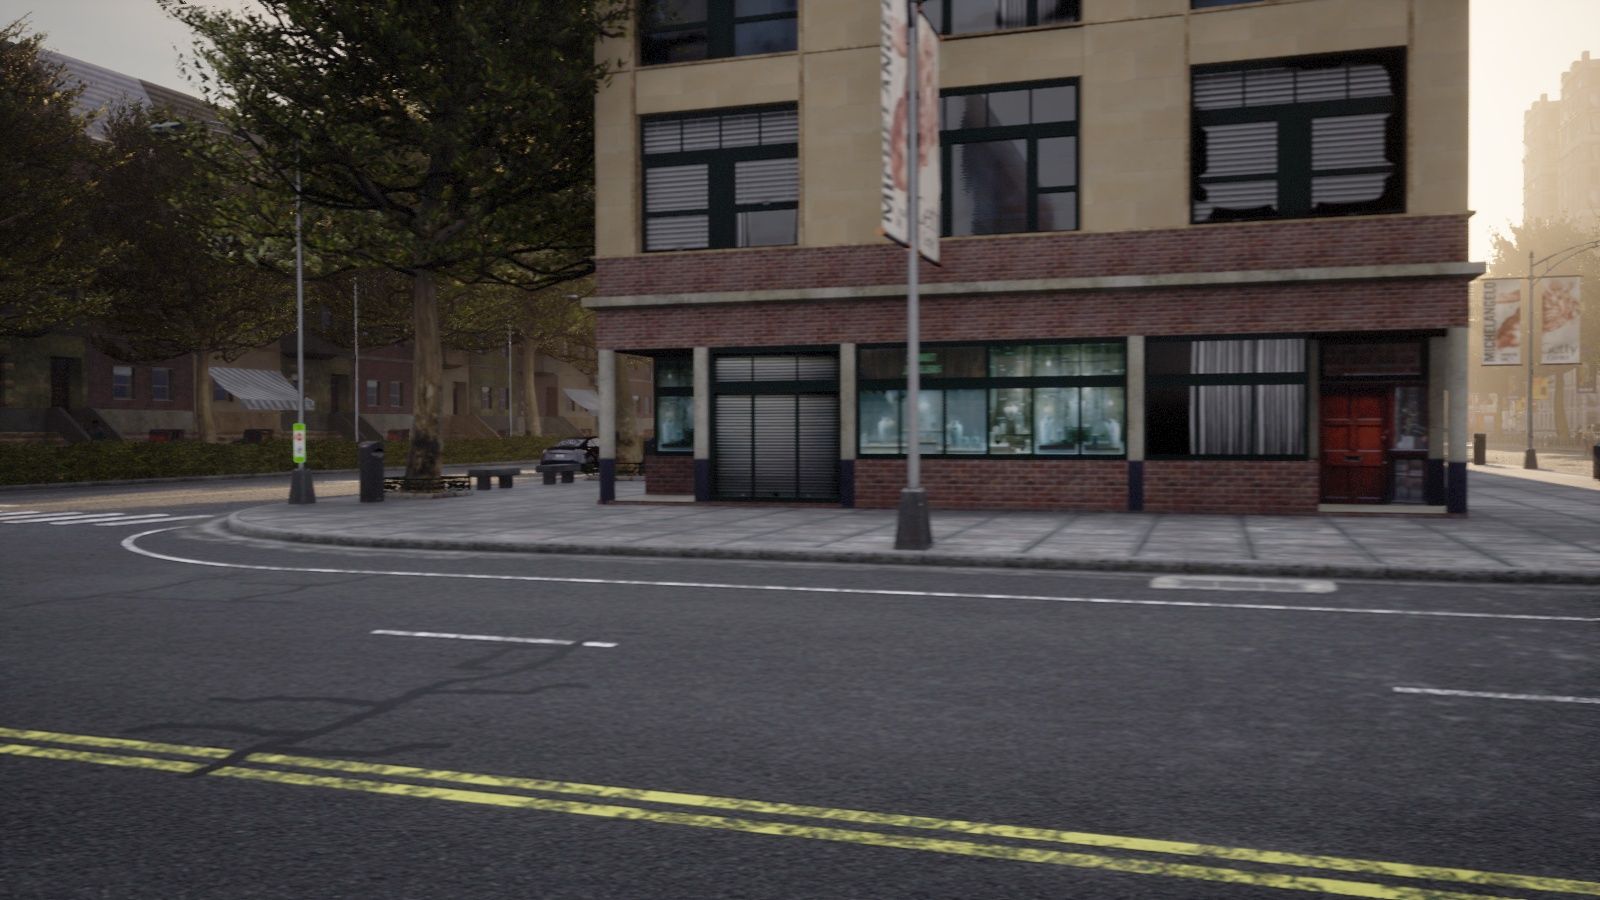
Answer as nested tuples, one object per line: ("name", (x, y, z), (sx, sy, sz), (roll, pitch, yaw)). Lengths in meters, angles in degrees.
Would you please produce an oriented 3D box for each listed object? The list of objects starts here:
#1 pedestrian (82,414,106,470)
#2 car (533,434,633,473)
("pedestrian", (-23.201, -0.265, 41.283), (0.353, 1.847, 0.614), (0, 1, 12))
("car", (-8.167, 0.096, 47.686), (1.994, 1.385, 4.181), (1, 1, 19))
